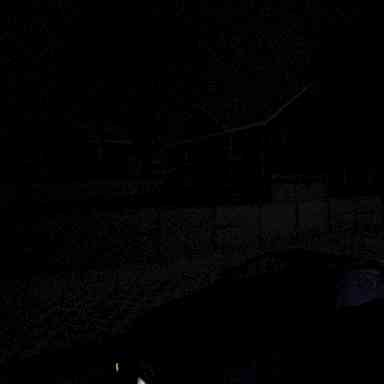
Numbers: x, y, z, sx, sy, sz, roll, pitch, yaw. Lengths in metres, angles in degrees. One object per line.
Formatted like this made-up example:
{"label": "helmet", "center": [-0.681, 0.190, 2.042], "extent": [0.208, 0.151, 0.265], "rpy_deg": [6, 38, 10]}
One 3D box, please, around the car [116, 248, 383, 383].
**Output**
{"label": "car", "center": [1.277, 1.441, 3.872], "extent": [4.181, 1.385, 1.994], "rpy_deg": [-2, 2, -32]}
